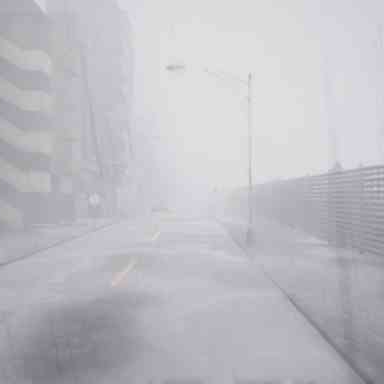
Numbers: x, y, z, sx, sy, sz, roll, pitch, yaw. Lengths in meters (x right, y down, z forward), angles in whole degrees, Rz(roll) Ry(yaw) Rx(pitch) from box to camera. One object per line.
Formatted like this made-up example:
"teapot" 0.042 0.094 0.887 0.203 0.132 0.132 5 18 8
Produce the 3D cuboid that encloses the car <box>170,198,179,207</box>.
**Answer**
"car" -4.004 2.119 65.654 1.812 1.442 4.674 0 0 0

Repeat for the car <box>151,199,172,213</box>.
"car" -4.002 1.940 41.769 1.994 1.385 4.181 0 -1 0

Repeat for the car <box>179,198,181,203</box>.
"car" -4.015 2.232 89.524 1.812 1.442 4.674 0 -1 0
